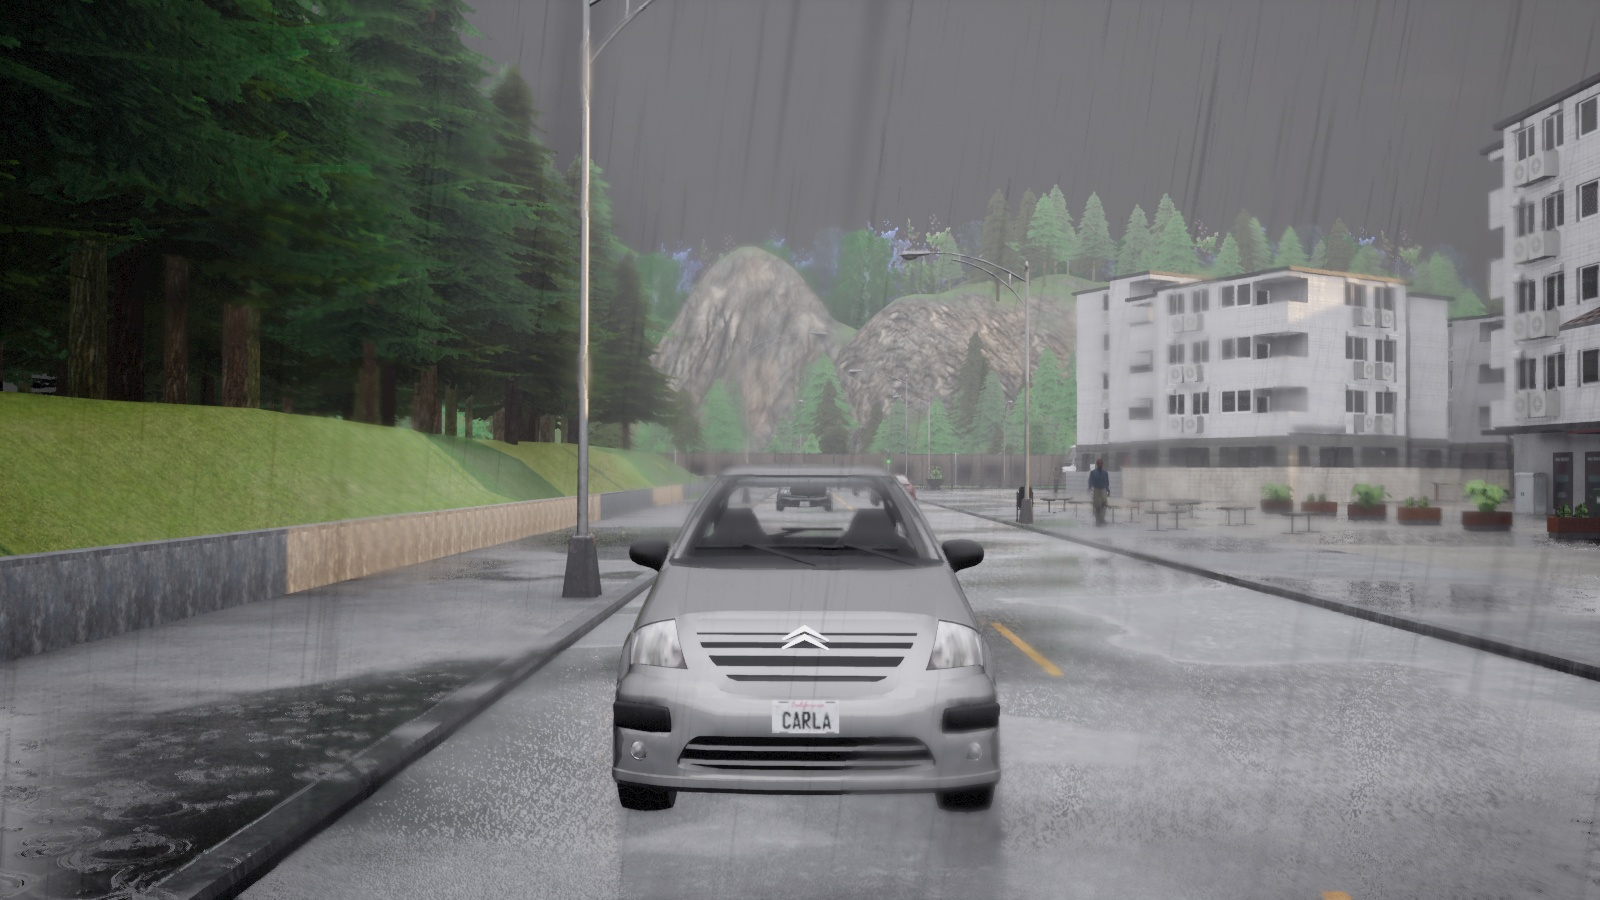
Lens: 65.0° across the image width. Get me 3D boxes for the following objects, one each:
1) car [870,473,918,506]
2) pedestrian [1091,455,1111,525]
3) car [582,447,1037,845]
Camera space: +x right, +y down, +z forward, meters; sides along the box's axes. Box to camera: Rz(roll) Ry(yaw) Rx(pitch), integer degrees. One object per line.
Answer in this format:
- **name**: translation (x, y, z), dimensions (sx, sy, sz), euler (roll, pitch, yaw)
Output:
- **car**: translation (4.243, 1.783, 57.278), dimensions (1.812, 1.442, 4.674), euler (0, -1, 0)
- **pedestrian**: translation (7.914, 1.046, 33.040), dimensions (0.370, 1.835, 0.726), euler (0, -1, 1)
- **car**: translation (0.044, 0.832, 7.120), dimensions (1.851, 1.617, 3.988), euler (0, -1, 0)
